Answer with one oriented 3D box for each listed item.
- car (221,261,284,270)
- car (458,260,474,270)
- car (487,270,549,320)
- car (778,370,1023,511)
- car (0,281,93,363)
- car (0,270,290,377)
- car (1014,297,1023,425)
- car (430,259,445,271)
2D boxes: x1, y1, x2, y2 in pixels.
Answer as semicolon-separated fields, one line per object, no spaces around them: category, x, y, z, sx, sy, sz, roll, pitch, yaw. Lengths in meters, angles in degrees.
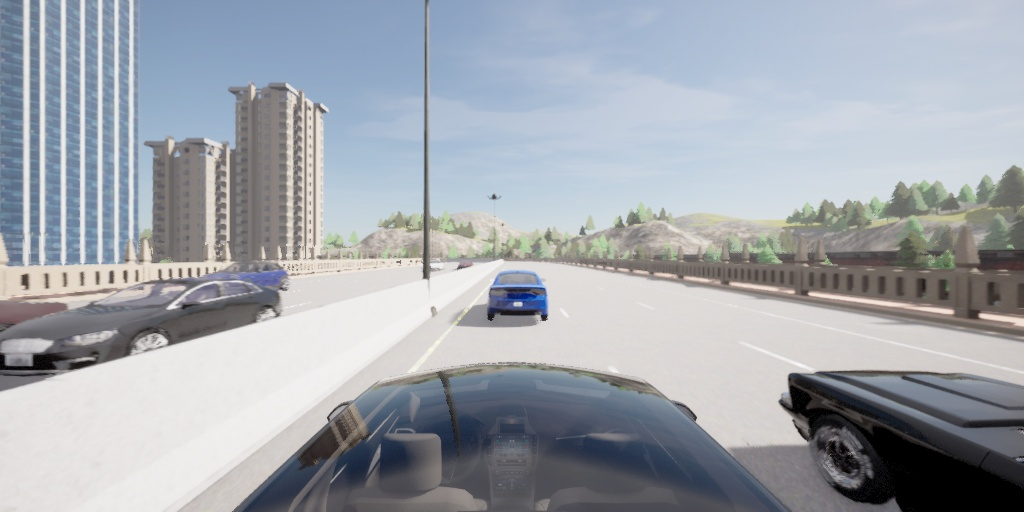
car;-13.958;1.083;18.887;2.097;1.767;4.553;0;0;1
car;-6.620;1.249;51.863;1.812;1.442;4.674;0;0;1
car;0.188;1.222;12.695;1.882;1.535;5.008;0;0;0
car;3.617;1.354;1.455;1.895;1.301;4.718;0;0;0
car;-10.577;1.287;5.498;2.033;1.411;5.357;0;0;0
car;-7.062;1.233;7.601;2.128;1.511;4.902;0;0;0
car;7.124;1.247;1.873;2.128;1.511;4.902;0;0;0
car;-10.169;1.246;47.577;1.812;1.442;4.674;0;0;1
